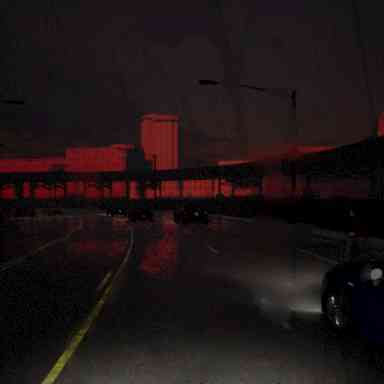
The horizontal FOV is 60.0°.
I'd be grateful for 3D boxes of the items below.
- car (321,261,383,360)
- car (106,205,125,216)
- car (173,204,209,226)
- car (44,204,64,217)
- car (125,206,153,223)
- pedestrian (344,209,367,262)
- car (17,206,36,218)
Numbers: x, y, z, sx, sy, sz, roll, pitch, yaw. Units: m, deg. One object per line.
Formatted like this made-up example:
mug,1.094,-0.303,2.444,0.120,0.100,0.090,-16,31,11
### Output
car,3.360,1.365,3.964,2.097,1.767,4.553,0,0,-3
car,-10.097,2.438,44.304,1.994,1.385,4.181,0,-1,-27
car,-0.188,1.797,27.684,2.097,1.767,4.553,0,-1,-14
car,-18.696,2.458,44.998,1.882,1.535,5.008,0,-2,-34
car,-4.968,2.039,31.692,1.882,1.535,5.008,0,-1,-17
pedestrian,5.278,1.372,10.744,0.375,1.860,0.375,-1,0,-6
car,-20.895,2.464,41.959,1.812,1.442,4.674,0,-2,-32
